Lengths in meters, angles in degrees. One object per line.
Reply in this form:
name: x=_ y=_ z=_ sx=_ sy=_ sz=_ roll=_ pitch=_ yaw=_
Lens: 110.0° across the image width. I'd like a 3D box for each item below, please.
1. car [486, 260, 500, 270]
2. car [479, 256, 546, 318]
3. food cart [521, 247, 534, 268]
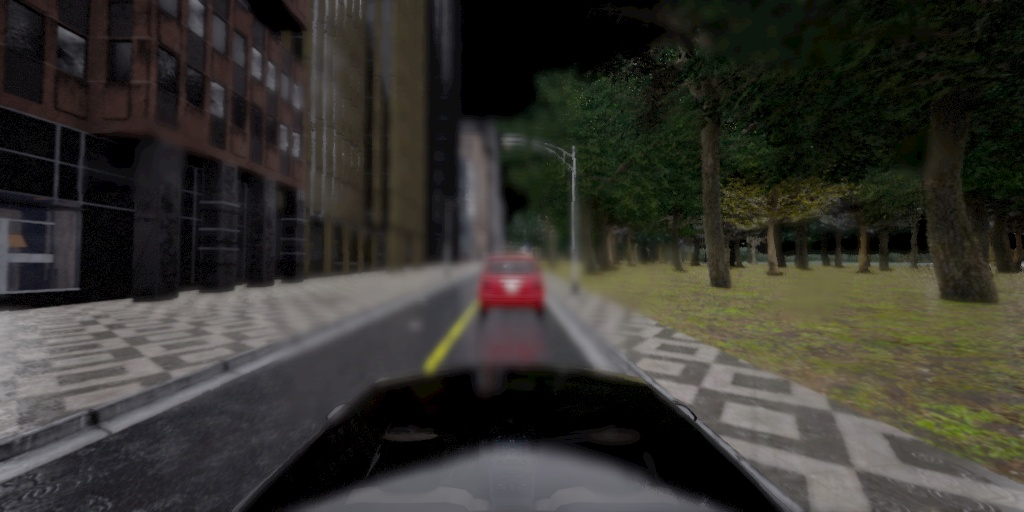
car: x=-3.088 y=1.454 z=59.041 sx=2.128 sy=1.511 sz=4.902 roll=0 pitch=0 yaw=0
car: x=0.023 y=1.022 z=13.435 sx=2.150 sy=2.045 sz=5.566 roll=0 pitch=0 yaw=0
food cart: x=3.109 y=0.436 z=60.921 sx=2.280 sy=3.560 sz=4.660 roll=0 pitch=0 yaw=0
